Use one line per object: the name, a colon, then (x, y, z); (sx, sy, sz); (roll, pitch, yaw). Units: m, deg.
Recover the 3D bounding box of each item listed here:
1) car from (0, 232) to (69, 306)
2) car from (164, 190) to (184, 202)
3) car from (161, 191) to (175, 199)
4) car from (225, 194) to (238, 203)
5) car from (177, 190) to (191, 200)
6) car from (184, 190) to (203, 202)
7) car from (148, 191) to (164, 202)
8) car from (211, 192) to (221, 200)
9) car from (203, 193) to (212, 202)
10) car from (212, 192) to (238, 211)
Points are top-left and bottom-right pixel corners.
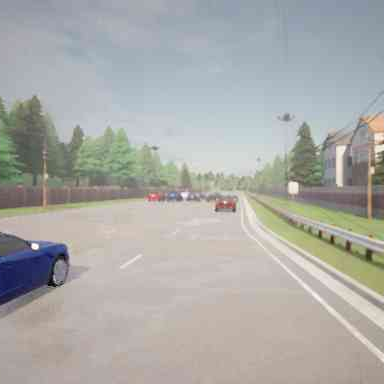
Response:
car: (-4.186, 1.429, 6.217); (1.882, 1.535, 5.008); (0, 0, 8)
car: (-3.195, 0.786, 62.336); (2.150, 2.045, 5.566); (0, 0, 8)
car: (-5.167, 0.675, 73.091); (2.097, 1.767, 4.553); (0, 0, 8)
car: (7.020, 1.092, 58.931); (2.128, 1.511, 4.902); (0, 0, 8)
car: (-1.695, 0.552, 72.646); (2.150, 2.045, 5.566); (0, 0, 8)
car: (0.320, 0.922, 62.186); (2.097, 1.767, 4.553); (0, 0, 8)
car: (-6.659, 0.778, 62.840); (2.150, 2.045, 5.566); (0, 0, 8)
car: (5.228, 0.843, 71.610); (1.837, 1.490, 4.892); (0, 0, 8)
car: (3.727, 1.085, 61.300); (1.837, 1.490, 4.892); (0, 0, 8)
car: (3.690, 1.107, 35.990); (2.097, 1.767, 4.553); (0, 0, 8)
